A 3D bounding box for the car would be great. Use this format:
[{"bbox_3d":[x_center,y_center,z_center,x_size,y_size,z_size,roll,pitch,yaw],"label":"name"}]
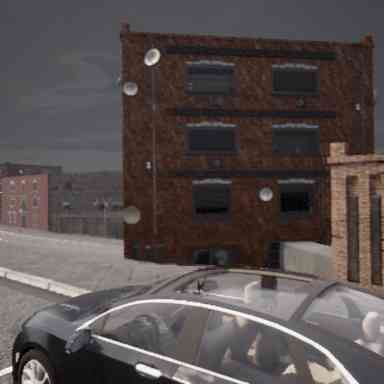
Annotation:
[{"bbox_3d":[0.227,1.486,3.090,4.892,1.521,2.231,0,0,36],"label":"car"}]
